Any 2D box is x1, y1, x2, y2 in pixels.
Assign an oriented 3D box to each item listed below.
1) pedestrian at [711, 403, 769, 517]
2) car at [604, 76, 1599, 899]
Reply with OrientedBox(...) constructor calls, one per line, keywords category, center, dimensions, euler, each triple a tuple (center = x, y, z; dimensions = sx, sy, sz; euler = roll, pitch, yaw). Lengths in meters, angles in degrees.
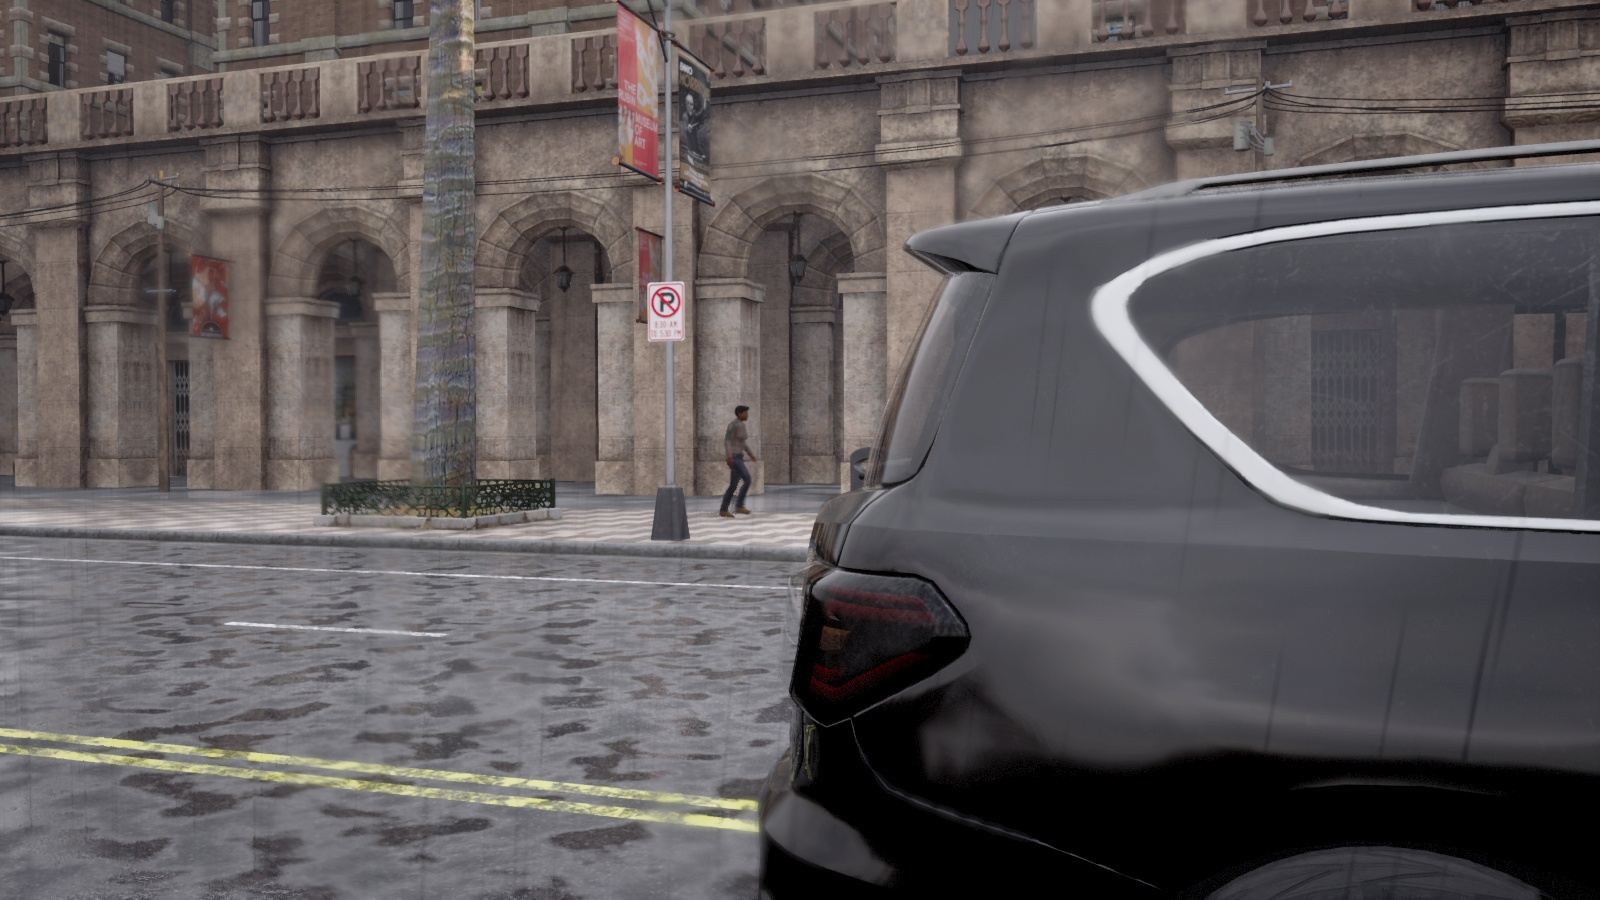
OrientedBox(category="pedestrian", center=(-0.966, 0.157, 20.176), dimensions=(0.869, 1.805, 0.328), euler=(1, 1, 18))
OrientedBox(category="car", center=(2.642, 0.519, 2.301), dimensions=(5.566, 2.045, 2.150), euler=(1, 1, 19))
